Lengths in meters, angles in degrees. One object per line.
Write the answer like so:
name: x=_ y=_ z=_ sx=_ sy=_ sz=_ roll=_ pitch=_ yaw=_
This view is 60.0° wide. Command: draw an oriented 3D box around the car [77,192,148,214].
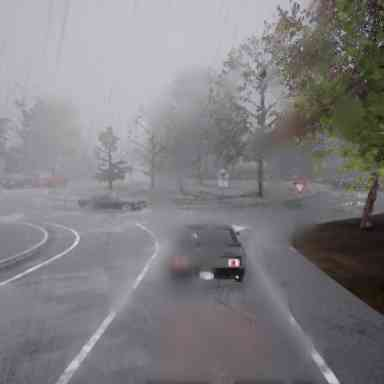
car: x=-5.606 y=0.722 z=23.629 sx=4.718 sy=1.301 sz=1.895 roll=2 pitch=6 yaw=16

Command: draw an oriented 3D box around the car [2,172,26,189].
car: x=-22.377 y=-1.530 z=43.825 sx=2.150 sy=2.045 sz=5.566 roll=0 pitch=5 yaw=7

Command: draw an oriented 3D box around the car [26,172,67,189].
car: x=-19.060 y=-1.603 z=44.667 sx=2.150 sy=2.045 sz=5.566 roll=0 pitch=5 yaw=13

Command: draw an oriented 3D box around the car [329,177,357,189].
car: x=19.936 y=-1.243 z=43.772 sx=1.812 sy=1.442 sz=4.674 roll=0 pitch=5 yaw=-5

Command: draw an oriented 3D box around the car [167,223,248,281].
car: x=0.488 y=1.565 z=9.823 sx=1.895 sy=1.301 sz=4.718 roll=0 pitch=2 yaw=3
